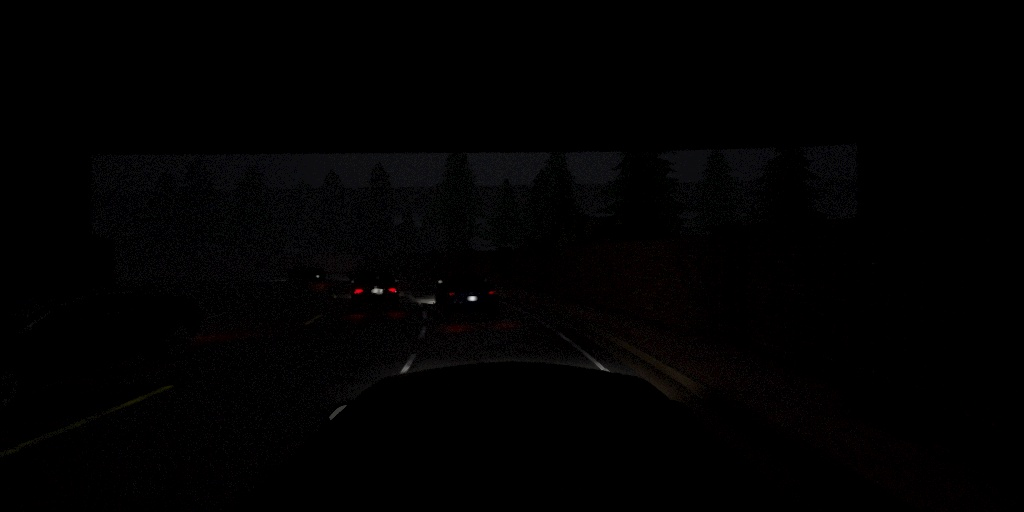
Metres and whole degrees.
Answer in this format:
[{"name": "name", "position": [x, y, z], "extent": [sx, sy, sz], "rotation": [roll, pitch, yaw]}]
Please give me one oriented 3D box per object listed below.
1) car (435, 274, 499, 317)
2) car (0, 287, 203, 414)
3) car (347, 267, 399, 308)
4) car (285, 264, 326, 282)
[{"name": "car", "position": [-1.815, 1.368, 13.625], "extent": [1.994, 1.385, 4.181], "rotation": [0, 0, -15]}, {"name": "car", "position": [-7.488, 1.295, 5.755], "extent": [2.128, 1.511, 4.902], "rotation": [0, 0, -6]}, {"name": "car", "position": [-6.029, 1.381, 15.799], "extent": [2.033, 1.411, 5.357], "rotation": [0, 0, -22]}, {"name": "car", "position": [-18.199, 1.460, 31.548], "extent": [4.892, 1.490, 1.837], "rotation": [0, -1, 38]}]
